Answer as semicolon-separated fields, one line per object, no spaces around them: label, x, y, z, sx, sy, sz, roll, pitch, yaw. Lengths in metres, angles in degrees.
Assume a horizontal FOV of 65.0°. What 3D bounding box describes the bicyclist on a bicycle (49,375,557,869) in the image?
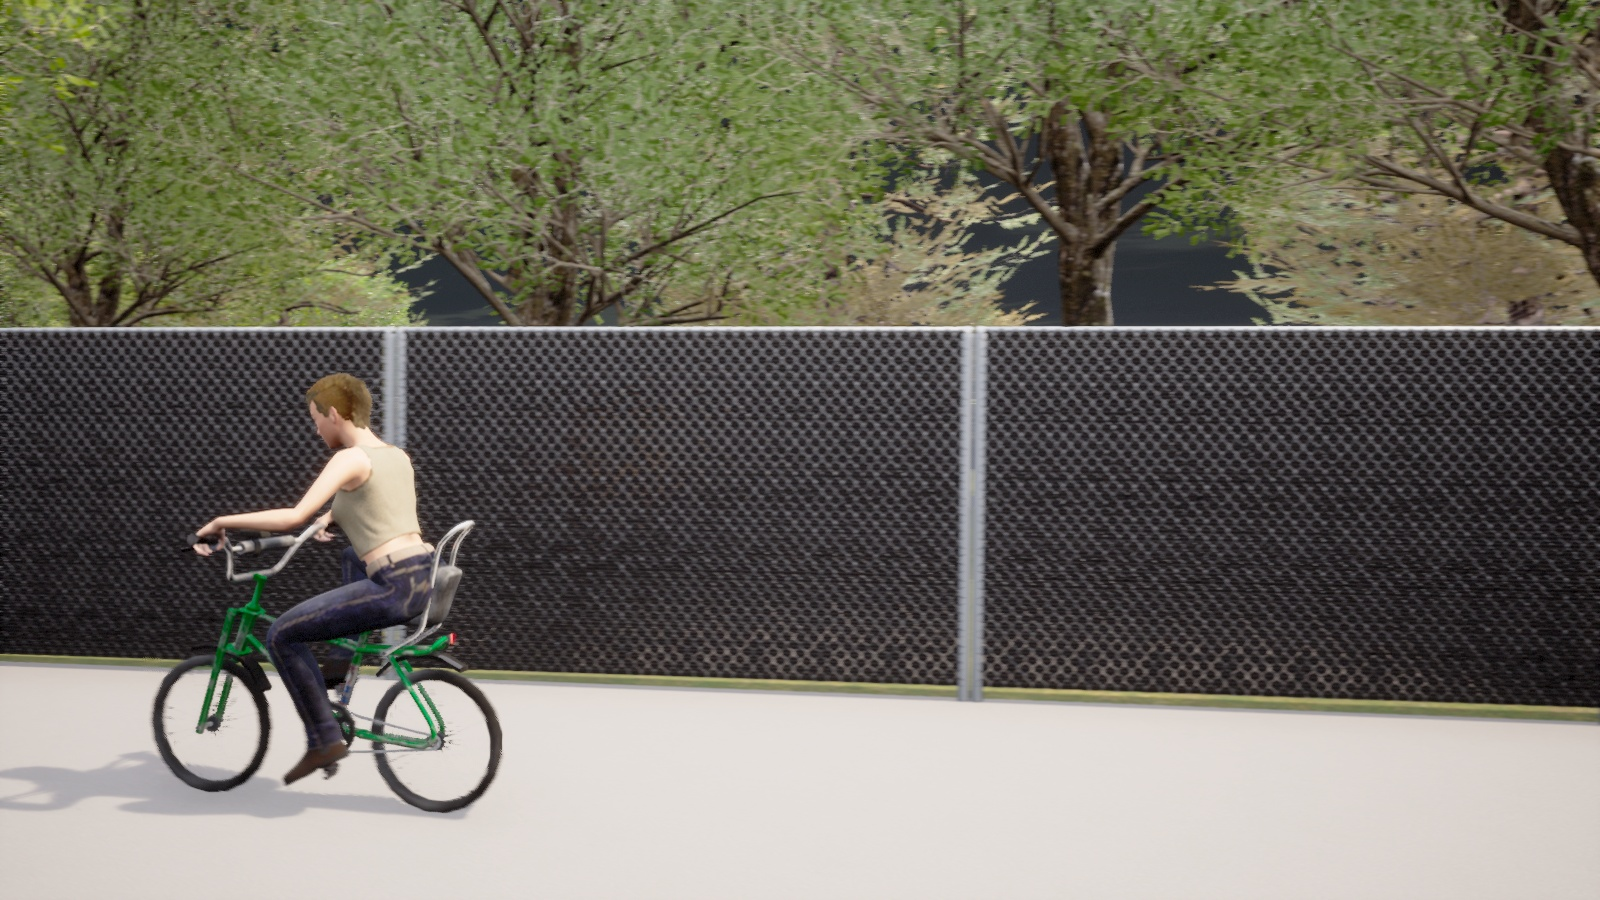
bicyclist on a bicycle;-1.801;0.555;4.685;1.509;1.612;0.866;0;1;14
